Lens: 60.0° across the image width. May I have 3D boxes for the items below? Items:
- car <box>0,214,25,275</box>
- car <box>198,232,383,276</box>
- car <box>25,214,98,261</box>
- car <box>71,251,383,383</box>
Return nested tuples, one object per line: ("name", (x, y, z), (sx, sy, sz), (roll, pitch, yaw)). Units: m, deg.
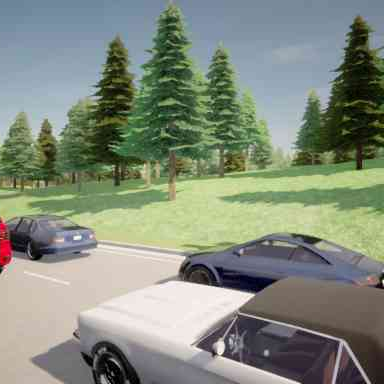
("car", (-7.064, 1.221, 8.949), (5.566, 2.045, 2.150), (0, 0, 36))
("car", (1.756, 1.564, 7.036), (4.181, 1.385, 1.994), (0, 0, 35))
("car", (-5.802, 1.547, 12.353), (5.357, 1.411, 2.033), (0, 0, 35))
("car", (0.907, 1.601, 3.344), (4.718, 1.301, 1.895), (0, 0, 35))
